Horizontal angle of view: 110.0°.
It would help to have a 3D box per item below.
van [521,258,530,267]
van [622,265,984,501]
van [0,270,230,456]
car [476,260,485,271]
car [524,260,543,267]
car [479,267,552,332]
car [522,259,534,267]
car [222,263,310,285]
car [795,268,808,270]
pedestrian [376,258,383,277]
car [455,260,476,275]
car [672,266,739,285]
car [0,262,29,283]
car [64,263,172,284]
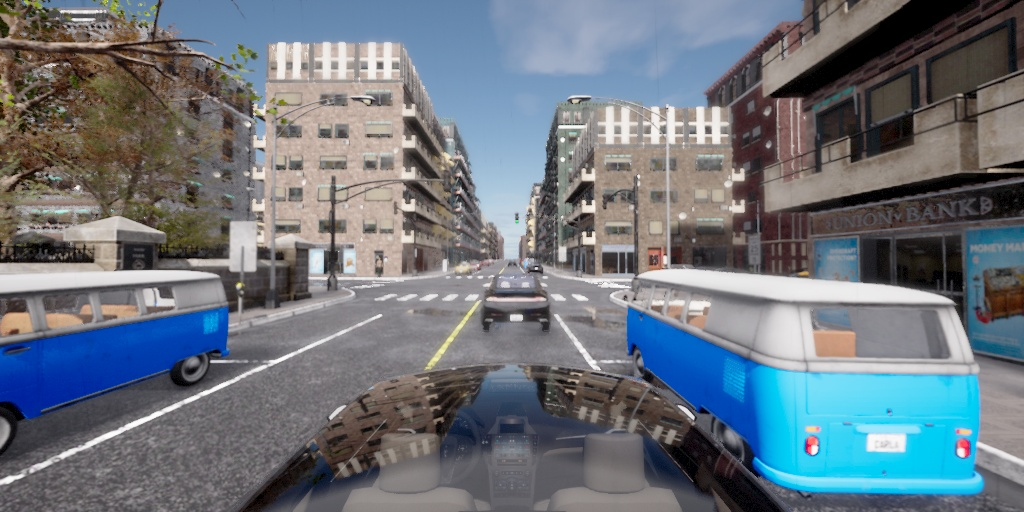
[{"bbox_3d":[2.747,1.298,59.277,1.690,1.789,3.998,0,0,0],"label":"van"},{"bbox_3d":[2.661,1.100,4.403,1.690,1.789,3.998,0,0,0],"label":"van"},{"bbox_3d":[-5.653,1.100,4.413,1.690,1.789,3.998,0,0,0],"label":"van"},{"bbox_3d":[-5.640,1.376,53.643,1.967,1.591,4.097,0,0,0],"label":"car"},{"bbox_3d":[2.731,1.461,42.350,1.948,1.339,4.313,0,0,0],"label":"car"},{"bbox_3d":[0.109,1.275,11.056,2.128,1.511,4.902,0,0,0],"label":"car"},{"bbox_3d":[2.736,1.466,47.992,2.007,1.370,4.403,0,0,0],"label":"car"},{"bbox_3d":[-17.112,1.224,25.100,4.892,1.490,1.837,0,-1,2],"label":"car"},{"bbox_3d":[25.036,1.498,27.785,5.008,1.535,1.882,0,-1,1],"label":"car"},{"bbox_3d":[-12.508,1.071,33.810,0.375,1.860,0.375,0,-2,1],"label":"pedestrian"},{"bbox_3d":[-5.650,1.420,42.188,1.751,1.417,4.829,0,0,0],"label":"car"},{"bbox_3d":[14.979,1.528,27.915,4.181,1.385,1.994,0,-1,1],"label":"car"},{"bbox_3d":[-38.279,1.153,25.404,5.357,1.411,2.033,0,-1,1],"label":"car"},{"bbox_3d":[-27.612,1.210,25.262,5.357,1.411,2.033,0,-1,1],"label":"car"}]
